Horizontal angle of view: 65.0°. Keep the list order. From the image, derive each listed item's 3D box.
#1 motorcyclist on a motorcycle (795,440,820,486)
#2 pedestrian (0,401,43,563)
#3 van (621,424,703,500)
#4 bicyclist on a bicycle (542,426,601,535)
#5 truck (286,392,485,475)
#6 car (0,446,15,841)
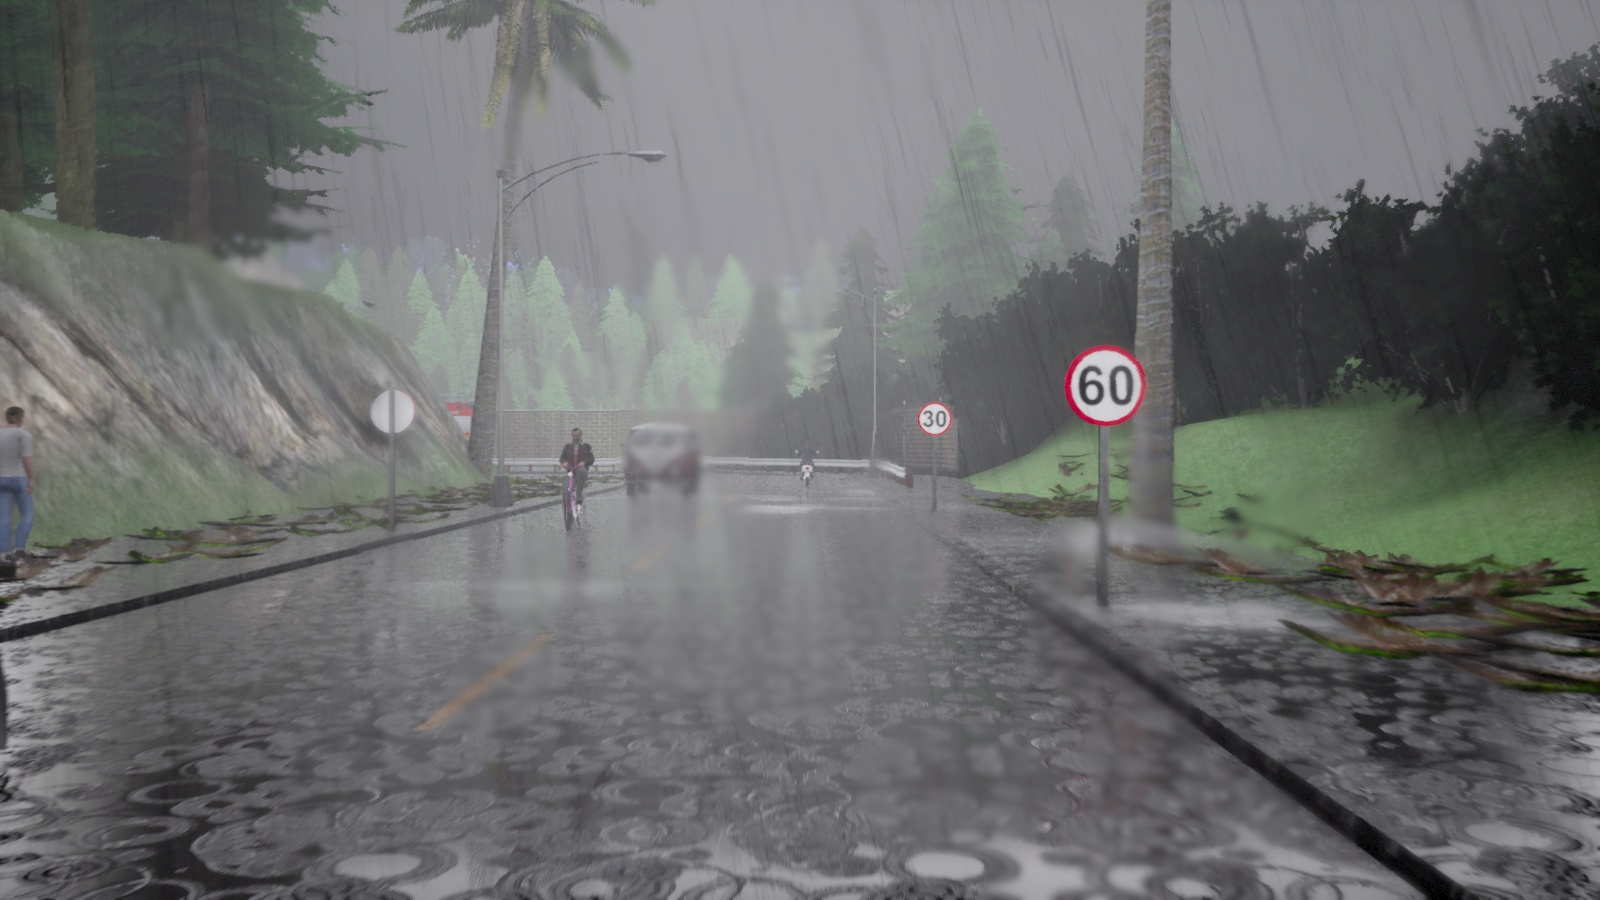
[{"bbox_3d":[0.257,0.449,44.555,0.866,1.590,1.817,0,0,0],"label":"motorcyclist on a motorcycle"},{"bbox_3d":[-9.207,0.359,14.625,0.354,1.836,0.706,0,0,0],"label":"pedestrian"},{"bbox_3d":[-3.792,0.298,35.082,1.775,1.987,4.442,0,0,0],"label":"van"},{"bbox_3d":[-3.868,0.493,21.391,0.659,1.776,1.843,0,0,0],"label":"bicyclist on a bicycle"},{"bbox_3d":[-19.510,-0.769,59.492,8.468,3.827,2.891,0,0,-1],"label":"truck"},{"bbox_3d":[-3.968,0.741,3.044,1.845,1.501,3.633,0,0,0],"label":"car"}]
